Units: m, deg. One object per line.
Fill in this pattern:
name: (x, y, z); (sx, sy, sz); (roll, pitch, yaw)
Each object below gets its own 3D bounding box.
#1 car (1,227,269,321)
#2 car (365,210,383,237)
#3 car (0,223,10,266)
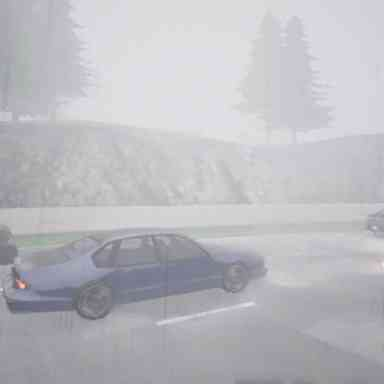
car: (-0.921, 1.485, 7.063); (5.357, 1.411, 2.033); (0, 0, -30)
car: (10.591, 1.423, 15.645); (4.902, 1.511, 2.128); (0, 0, -15)
car: (-7.025, 1.124, 7.405); (5.566, 2.045, 2.150); (0, 0, -37)
